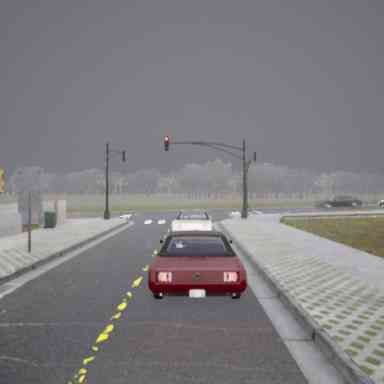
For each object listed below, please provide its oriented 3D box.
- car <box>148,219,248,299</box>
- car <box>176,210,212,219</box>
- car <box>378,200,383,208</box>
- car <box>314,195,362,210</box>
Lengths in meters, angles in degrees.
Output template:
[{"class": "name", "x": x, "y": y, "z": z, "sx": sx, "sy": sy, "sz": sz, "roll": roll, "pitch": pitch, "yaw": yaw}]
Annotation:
[{"class": "car", "x": 0.103, "y": 1.602, "z": 8.402, "sx": 1.895, "sy": 1.301, "sz": 4.718, "roll": 0, "pitch": 0, "yaw": 0}, {"class": "car", "x": 0.103, "y": 1.615, "z": 17.561, "sx": 1.895, "sy": 1.301, "sz": 4.718, "roll": 0, "pitch": 0, "yaw": 3}, {"class": "car", "x": 21.146, "y": 0.989, "z": 32.981, "sx": 4.718, "sy": 1.301, "sz": 1.895, "roll": -2, "pitch": -1, "yaw": 2}, {"class": "car", "x": 15.945, "y": 1.109, "z": 36.429, "sx": 4.892, "sy": 1.490, "sz": 1.837, "roll": -2, "pitch": -1, "yaw": 2}]
